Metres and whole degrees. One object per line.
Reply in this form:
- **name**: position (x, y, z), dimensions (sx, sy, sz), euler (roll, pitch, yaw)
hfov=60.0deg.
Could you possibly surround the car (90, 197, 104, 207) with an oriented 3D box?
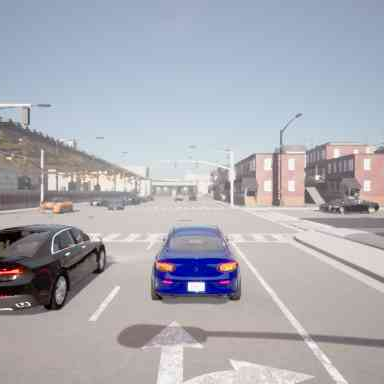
- **car**: position (-13.998, 1.492, 50.354), dimensions (2.128, 1.511, 4.902), euler (0, 0, 0)

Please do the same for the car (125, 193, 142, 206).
- **car**: position (-10.483, 1.223, 56.835), dimensions (2.150, 2.045, 5.566), euler (0, 0, 1)

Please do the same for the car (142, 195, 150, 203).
- **car**: position (-10.371, 1.563, 68.523), dimensions (1.994, 1.385, 4.181), euler (0, 0, 0)

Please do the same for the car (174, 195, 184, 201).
- **car**: position (-3.346, 1.595, 82.110), dimensions (1.895, 1.301, 4.718), euler (0, 0, 0)

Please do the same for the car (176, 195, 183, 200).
- **car**: position (-3.327, 1.524, 92.156), dimensions (1.812, 1.442, 4.674), euler (0, 0, 0)

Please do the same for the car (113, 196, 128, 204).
- **car**: position (-13.907, 1.525, 64.845), dimensions (1.812, 1.442, 4.674), euler (0, 0, 1)

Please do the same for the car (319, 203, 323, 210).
- **car**: position (17.092, 1.505, 38.050), dimensions (4.892, 1.490, 1.837), euler (0, 0, 0)

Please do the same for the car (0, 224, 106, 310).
- **car**: position (-3.414, 1.505, 7.788), dimensions (1.837, 1.490, 4.892), euler (0, 0, 0)

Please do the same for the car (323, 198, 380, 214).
- **car**: position (16.787, 1.492, 34.543), dimensions (4.902, 1.511, 2.128), euler (0, 0, 0)

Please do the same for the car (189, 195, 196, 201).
- **car**: position (0.153, 1.500, 81.609), dimensions (1.837, 1.490, 4.892), euler (0, 0, 0)

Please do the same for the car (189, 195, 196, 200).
- **car**: position (0.173, 1.478, 91.935), dimensions (1.882, 1.535, 5.008), euler (0, 0, 0)

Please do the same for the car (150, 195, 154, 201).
- **car**: position (-10.347, 1.473, 81.270), dimensions (1.882, 1.535, 5.008), euler (0, 0, 0)

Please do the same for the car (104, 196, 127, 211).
- **car**: position (-9.572, 1.548, 41.411), dimensions (2.033, 1.411, 5.357), euler (0, 0, -13)

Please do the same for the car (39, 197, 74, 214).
- **car**: position (-14.034, 1.352, 34.672), dimensions (2.097, 1.767, 4.553), euler (0, 0, 0)

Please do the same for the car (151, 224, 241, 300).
- **car**: position (0.093, 1.526, 8.245), dimensions (1.812, 1.442, 4.674), euler (0, 0, 0)
